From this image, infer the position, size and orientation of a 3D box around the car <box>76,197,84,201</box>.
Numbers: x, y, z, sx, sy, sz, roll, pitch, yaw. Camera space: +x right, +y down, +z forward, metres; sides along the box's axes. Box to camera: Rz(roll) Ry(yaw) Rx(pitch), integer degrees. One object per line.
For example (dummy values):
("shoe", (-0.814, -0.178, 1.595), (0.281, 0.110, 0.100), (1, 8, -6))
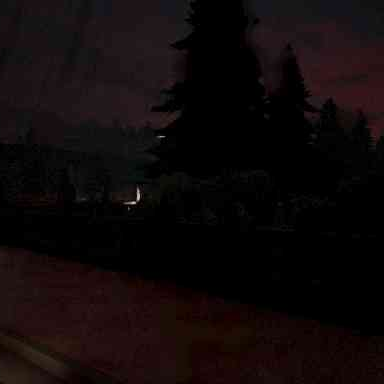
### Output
("car", (-19.372, 1.495, 53.829), (1.812, 1.442, 4.674), (0, 1, 35))

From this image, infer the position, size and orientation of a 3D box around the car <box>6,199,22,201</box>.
("car", (-25.029, 1.601, 45.955), (1.895, 1.301, 4.718), (0, 0, 36))

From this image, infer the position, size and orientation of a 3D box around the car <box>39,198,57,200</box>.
("car", (-20.454, 1.526, 46.320), (1.812, 1.442, 4.674), (0, 0, 36))

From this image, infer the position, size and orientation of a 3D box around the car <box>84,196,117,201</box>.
("car", (-14.557, 1.391, 54.546), (2.128, 1.511, 4.902), (0, 2, 36))
